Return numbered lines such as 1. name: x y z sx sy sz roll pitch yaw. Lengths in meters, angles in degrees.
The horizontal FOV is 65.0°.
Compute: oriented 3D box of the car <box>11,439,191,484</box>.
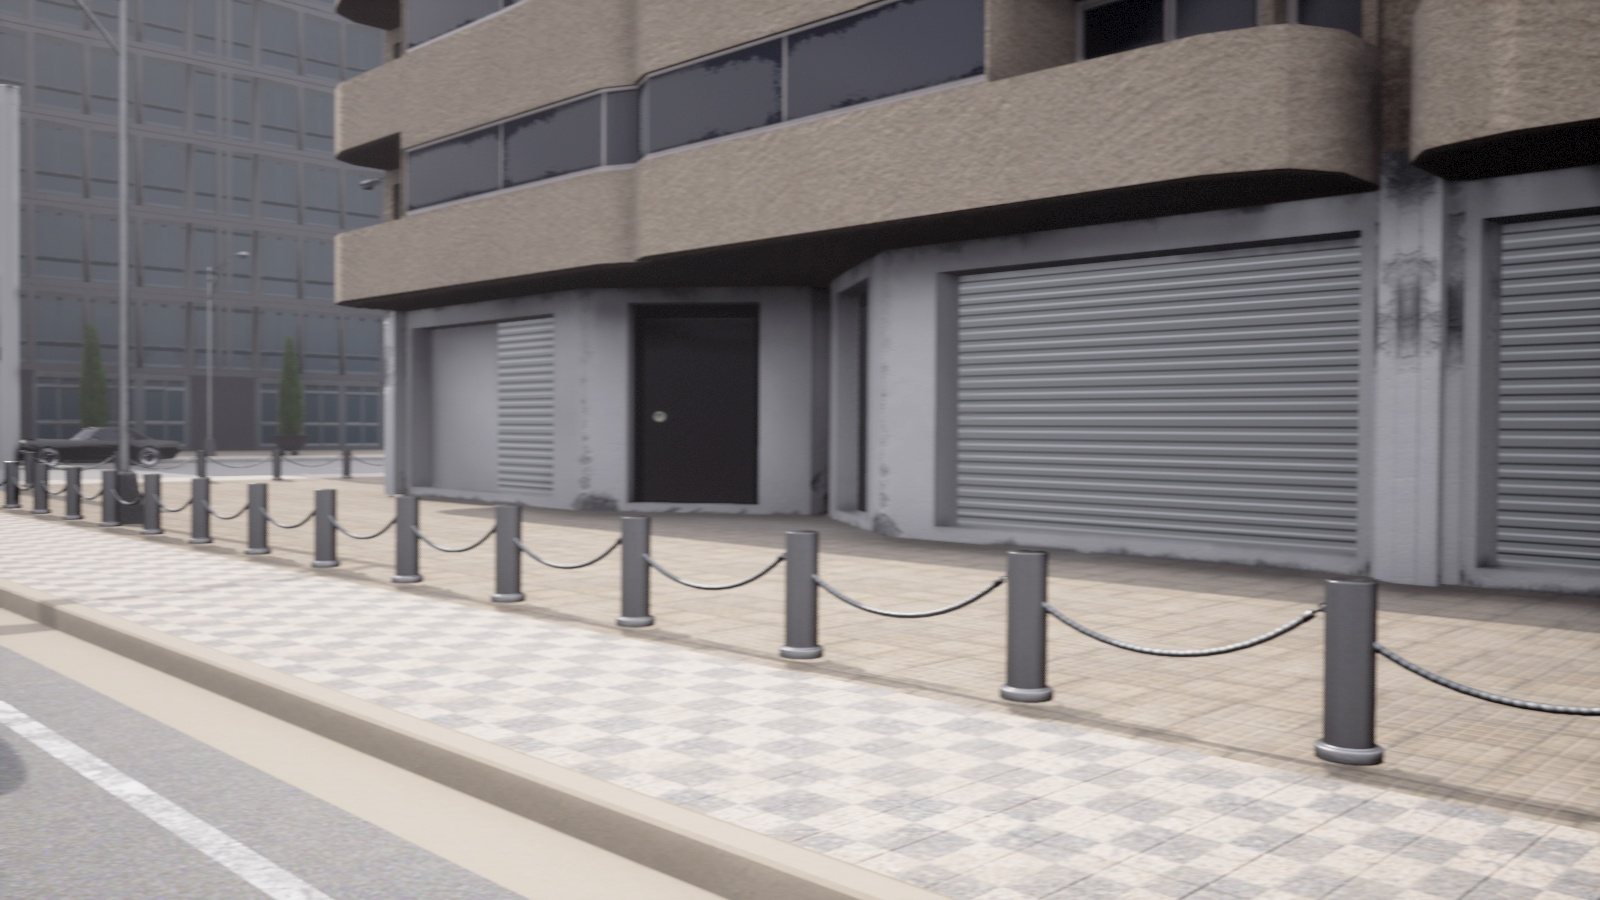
1. car: -22.492 0.330 40.523 4.718 1.301 1.895 -2 1 -45
